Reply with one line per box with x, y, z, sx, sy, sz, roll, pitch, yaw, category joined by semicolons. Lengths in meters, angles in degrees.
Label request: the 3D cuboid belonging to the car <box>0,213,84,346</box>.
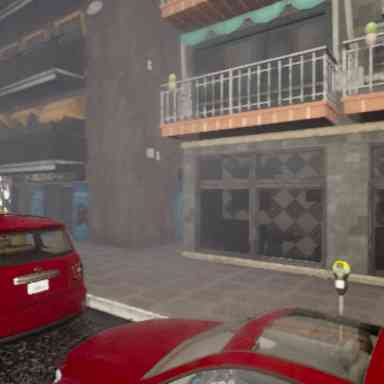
-3.918;1.293;5.668;5.009;1.841;2.192;0;0;35;car

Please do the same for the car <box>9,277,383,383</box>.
0.665;1.580;2.402;4.206;1.307;1.802;0;0;35;car
